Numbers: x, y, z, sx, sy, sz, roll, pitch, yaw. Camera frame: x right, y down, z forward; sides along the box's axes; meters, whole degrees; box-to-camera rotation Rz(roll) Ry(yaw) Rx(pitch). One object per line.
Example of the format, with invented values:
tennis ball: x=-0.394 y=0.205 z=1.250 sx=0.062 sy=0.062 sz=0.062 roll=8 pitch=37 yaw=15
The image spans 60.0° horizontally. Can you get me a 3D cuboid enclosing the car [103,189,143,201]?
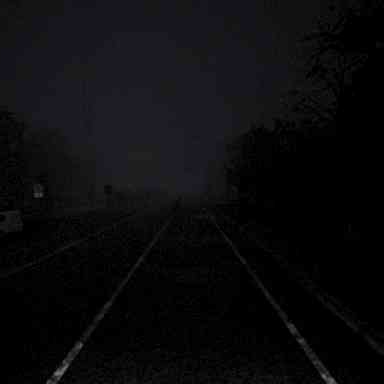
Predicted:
car: x=-10.193 y=0.646 z=49.389 sx=4.792 sy=1.488 sz=2.163 roll=0 pitch=1 yaw=0

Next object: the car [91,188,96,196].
car: x=-23.194 y=0.297 z=68.777 sx=5.008 sy=1.535 sz=2.097 roll=0 pitch=2 yaw=0

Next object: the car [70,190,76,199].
car: x=-23.286 y=0.556 z=57.746 sx=4.792 sy=1.488 sz=2.163 roll=0 pitch=1 yaw=0

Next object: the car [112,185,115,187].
car: x=-23.115 y=-0.333 z=85.497 sx=5.008 sy=1.535 sz=2.097 roll=0 pitch=3 yaw=0

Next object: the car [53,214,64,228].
car: x=-10.063 y=1.485 z=19.580 sx=4.792 sy=1.488 sz=2.163 roll=0 pitch=0 yaw=0

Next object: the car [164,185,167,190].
car: x=-10.008 y=-0.470 z=88.383 sx=5.008 sy=1.535 sz=2.097 roll=0 pitch=3 yaw=0

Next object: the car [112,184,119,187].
car: x=-23.123 y=-0.719 z=88.271 sx=5.566 sy=2.045 sz=2.435 roll=0 pitch=3 yaw=0

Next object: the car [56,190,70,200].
car: x=-23.276 y=0.601 z=54.834 sx=4.674 sy=1.452 sz=2.002 roll=0 pitch=1 yaw=0

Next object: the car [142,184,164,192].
car: x=-10.075 y=-0.333 z=82.808 sx=4.553 sy=1.767 sz=2.185 roll=0 pitch=3 yaw=0

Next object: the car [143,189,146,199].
car: x=-10.236 y=0.621 z=52.173 sx=4.792 sy=1.488 sz=2.163 roll=0 pitch=1 yaw=0

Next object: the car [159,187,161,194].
car: x=-10.059 y=0.151 z=74.465 sx=4.792 sy=1.488 sz=2.163 roll=0 pitch=2 yaw=0

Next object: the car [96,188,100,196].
car: x=-23.179 y=0.214 z=71.566 sx=5.008 sy=1.535 sz=2.097 roll=0 pitch=2 yaw=0

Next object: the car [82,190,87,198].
car: x=-23.413 y=0.428 z=63.333 sx=5.366 sy=1.575 sz=1.946 roll=0 pitch=1 yaw=0

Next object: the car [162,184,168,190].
car: x=-9.994 y=-0.614 z=91.169 sx=5.008 sy=1.535 sz=2.097 roll=0 pitch=3 yaw=0

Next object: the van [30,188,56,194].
van: x=-23.175 y=0.388 z=49.372 sx=4.442 sy=1.987 sz=1.878 roll=1 pitch=1 yaw=0

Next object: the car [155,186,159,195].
car: x=-10.072 y=0.089 z=71.674 sx=4.553 sy=1.767 sz=2.185 roll=0 pitch=2 yaw=0

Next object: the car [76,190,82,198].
car: x=-23.428 y=0.481 z=60.538 sx=5.366 sy=1.575 sz=1.946 roll=0 pitch=1 yaw=0

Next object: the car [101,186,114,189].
car: x=-22.939 y=-0.209 z=82.710 sx=5.366 sy=1.575 sz=1.946 roll=0 pitch=2 yaw=0

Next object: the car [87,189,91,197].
car: x=-23.184 y=0.402 z=65.988 sx=4.792 sy=1.488 sz=2.163 roll=0 pitch=1 yaw=0

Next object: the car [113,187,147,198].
car: x=-10.223 y=0.439 z=54.957 sx=4.553 sy=1.767 sz=2.185 roll=0 pitch=1 yaw=0

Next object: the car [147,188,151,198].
car: x=-10.172 y=0.532 z=57.737 sx=5.008 sy=1.535 sz=2.097 roll=0 pitch=1 yaw=0

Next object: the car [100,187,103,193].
car: x=-23.162 y=0.118 z=74.482 sx=4.892 sy=1.521 sz=2.231 roll=0 pitch=2 yaw=0

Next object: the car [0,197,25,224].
car: x=-14.393 y=1.311 z=24.138 sx=2.097 sy=1.767 sz=4.553 roll=0 pitch=0 yaw=4

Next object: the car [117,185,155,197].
car: x=-10.191 y=0.237 z=60.527 sx=5.566 sy=2.045 sz=2.435 roll=0 pitch=1 yaw=0

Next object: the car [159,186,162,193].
car: x=-10.103 y=0.050 z=77.251 sx=4.792 sy=1.488 sz=2.163 roll=0 pitch=2 yaw=0

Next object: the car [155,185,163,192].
car: x=-10.090 y=-0.214 z=80.030 sx=4.553 sy=1.767 sz=2.185 roll=0 pitch=2 yaw=0

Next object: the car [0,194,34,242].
car: x=-10.146 y=1.214 z=14.028 sx=5.566 sy=2.045 sz=2.435 roll=0 pitch=0 yaw=0

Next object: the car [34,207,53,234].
car: x=-10.110 y=1.461 z=16.804 sx=5.008 sy=1.535 sz=2.097 roll=0 pitch=0 yaw=0
